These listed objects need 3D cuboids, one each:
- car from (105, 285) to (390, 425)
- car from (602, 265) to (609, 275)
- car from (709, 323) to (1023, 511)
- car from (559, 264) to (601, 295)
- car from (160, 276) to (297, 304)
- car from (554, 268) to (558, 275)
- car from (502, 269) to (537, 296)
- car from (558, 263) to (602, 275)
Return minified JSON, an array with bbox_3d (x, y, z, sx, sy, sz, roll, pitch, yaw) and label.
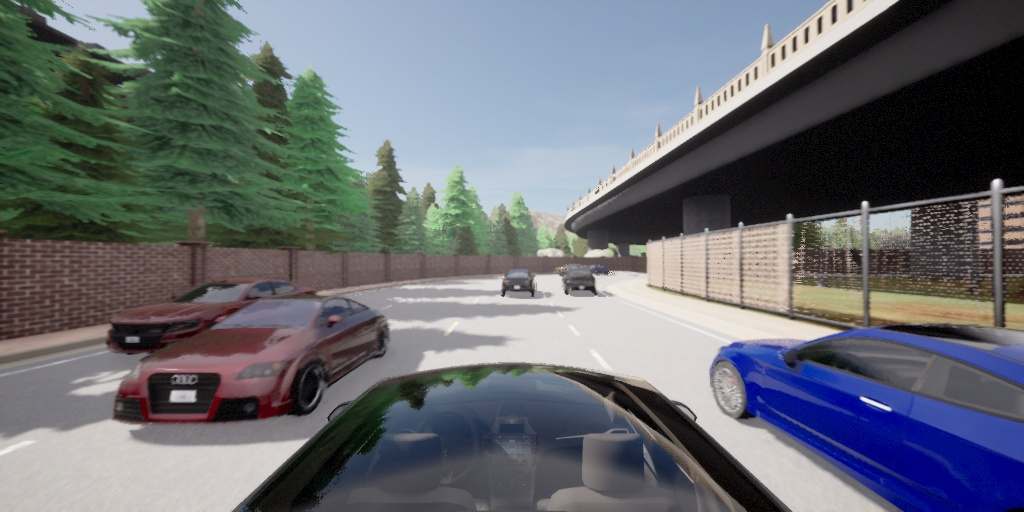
[{"bbox_3d":[-3.565,1.363,5.894,1.994,1.385,4.181,0,-1,0],"label":"car"},{"bbox_3d":[10.643,1.794,46.352,4.674,1.442,1.812,0,-1,-36],"label":"car"},{"bbox_3d":[3.599,1.290,2.967,1.812,1.442,4.674,0,-1,0],"label":"car"},{"bbox_3d":[4.086,1.494,22.115,1.837,1.490,4.892,0,0,6],"label":"car"},{"bbox_3d":[-7.049,1.315,9.189,1.882,1.535,5.008,0,-1,1],"label":"car"},{"bbox_3d":[7.919,1.772,48.614,5.008,1.535,1.882,1,-1,-37],"label":"car"},{"bbox_3d":[0.476,1.502,21.189,1.812,1.442,4.674,0,0,5],"label":"car"},{"bbox_3d":[7.291,1.663,38.026,2.128,1.511,4.902,-1,-1,37],"label":"car"}]
